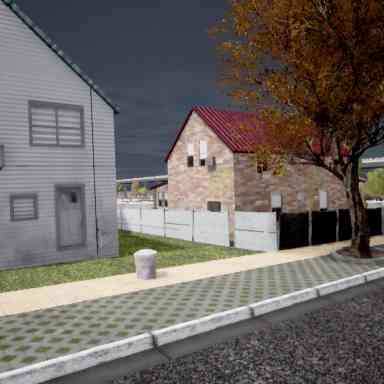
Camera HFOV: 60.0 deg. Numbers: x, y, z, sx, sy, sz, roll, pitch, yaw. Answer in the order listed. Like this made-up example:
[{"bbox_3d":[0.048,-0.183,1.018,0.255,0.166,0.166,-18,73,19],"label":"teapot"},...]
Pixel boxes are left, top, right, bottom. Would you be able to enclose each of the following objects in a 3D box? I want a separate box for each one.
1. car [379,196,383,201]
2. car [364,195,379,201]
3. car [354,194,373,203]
[{"bbox_3d":[35.225,1.578,64.814,2.097,1.767,4.553,-2,0,0],"label":"car"},{"bbox_3d":[31.954,1.812,61.650,1.837,1.490,4.892,-2,-1,1],"label":"car"},{"bbox_3d":[38.559,1.441,74.902,2.097,1.767,4.553,-2,0,0],"label":"car"}]
